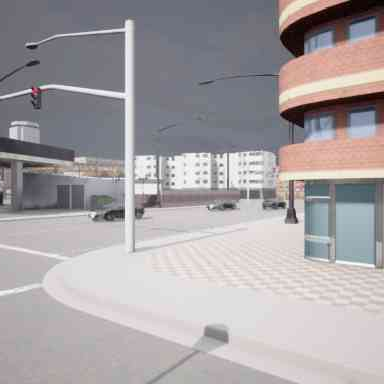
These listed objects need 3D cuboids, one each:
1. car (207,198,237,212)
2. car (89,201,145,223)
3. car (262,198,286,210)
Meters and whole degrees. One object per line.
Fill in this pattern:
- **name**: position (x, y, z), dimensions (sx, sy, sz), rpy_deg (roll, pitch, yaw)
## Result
- **car**: position (3.594, 1.492, 39.722), dimensions (2.128, 1.511, 4.902), rpy_deg (0, 0, 35)
- **car**: position (-5.810, 1.493, 26.109), dimensions (2.128, 1.511, 4.902), rpy_deg (0, 0, 35)
- **car**: position (10.839, 1.491, 43.727), dimensions (2.128, 1.511, 4.902), rpy_deg (0, 0, 35)
